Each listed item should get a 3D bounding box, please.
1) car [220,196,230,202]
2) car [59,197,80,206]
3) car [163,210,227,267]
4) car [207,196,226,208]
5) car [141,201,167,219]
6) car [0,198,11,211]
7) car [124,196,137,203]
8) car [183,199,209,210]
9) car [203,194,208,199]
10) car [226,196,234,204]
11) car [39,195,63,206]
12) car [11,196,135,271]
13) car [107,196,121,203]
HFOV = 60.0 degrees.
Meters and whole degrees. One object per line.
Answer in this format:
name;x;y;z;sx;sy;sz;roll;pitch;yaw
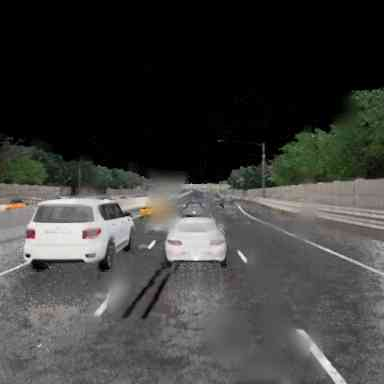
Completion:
car;7.611;1.571;76.624;1.895;1.301;4.718;0;0;1
car;-20.668;1.654;56.431;1.994;1.385;4.181;0;0;1
car;0.118;1.541;11.299;1.812;1.442;4.674;0;0;0
car;3.770;1.561;51.094;1.812;1.442;4.674;0;0;1
car;-3.304;1.520;29.395;1.882;1.535;5.008;0;0;0
car;-17.486;1.396;31.185;2.097;1.767;4.553;0;0;1
car;-13.452;1.608;72.608;1.882;1.535;5.008;0;0;1
car;0.190;1.605;28.501;1.994;1.385;4.181;0;0;0
car;4.217;1.728;83.022;2.033;1.411;5.357;0;0;1
car;7.325;1.613;67.056;2.128;1.511;4.902;0;0;3
car;-23.528;1.440;55.662;2.097;1.767;4.553;0;0;-2
car;-3.384;1.236;11.090;2.150;2.045;5.566;0;0;0
car;-16.951;1.608;72.662;1.882;1.535;5.008;0;0;1
